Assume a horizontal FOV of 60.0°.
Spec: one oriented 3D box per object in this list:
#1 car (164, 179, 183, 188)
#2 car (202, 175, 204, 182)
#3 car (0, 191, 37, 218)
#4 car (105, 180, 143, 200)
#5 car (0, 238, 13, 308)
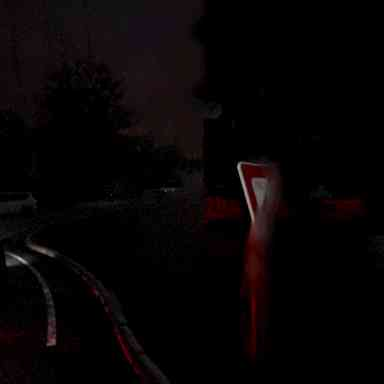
[{"bbox_3d":[-2.958,-1.469,54.051,2.033,1.411,5.357,0,5,15],"label":"car"},{"bbox_3d":[3.028,-2.930,68.429,1.882,1.535,5.008,0,5,6],"label":"car"},{"bbox_3d":[-14.301,1.049,24.570,2.150,2.045,5.566,0,3,29],"label":"car"},{"bbox_3d":[-7.821,-0.284,38.944,2.150,2.045,5.566,0,6,21],"label":"car"},{"bbox_3d":[-5.172,1.545,7.363,1.837,1.490,4.892,0,0,-31],"label":"car"}]
